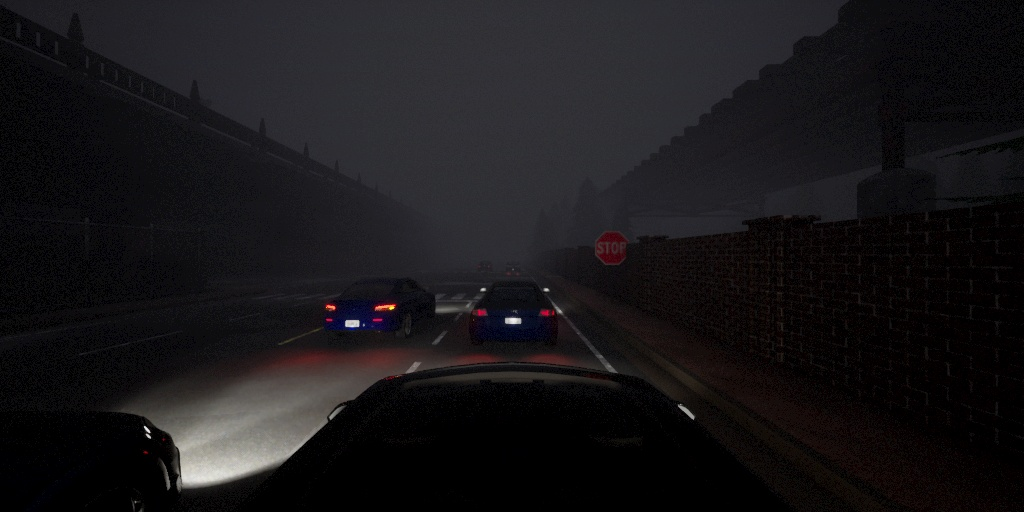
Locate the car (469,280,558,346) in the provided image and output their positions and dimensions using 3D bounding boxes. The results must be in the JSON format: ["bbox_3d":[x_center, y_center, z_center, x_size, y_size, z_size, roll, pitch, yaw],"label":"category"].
[{"bbox_3d":[0.070,1.314,9.429,1.994,1.385,4.181,0,0,1],"label":"car"}]

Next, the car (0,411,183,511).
[{"bbox_3d":[-3.399,1.314,0.856,1.994,1.385,4.181,0,0,0],"label":"car"}]

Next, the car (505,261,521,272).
[{"bbox_3d":[0.106,1.351,46.230,1.895,1.301,4.718,0,0,-1],"label":"car"}]

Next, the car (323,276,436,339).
[{"bbox_3d":[-3.412,1.276,9.952,1.812,1.442,4.674,0,0,0],"label":"car"}]

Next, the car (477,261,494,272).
[{"bbox_3d":[-3.388,1.297,46.021,2.033,1.411,5.357,0,0,-1],"label":"car"}]
